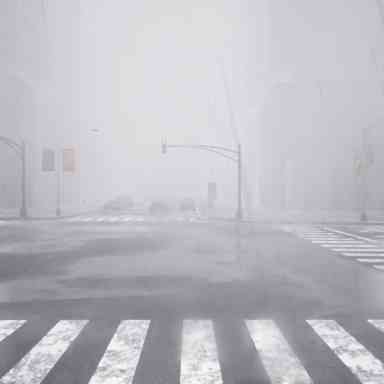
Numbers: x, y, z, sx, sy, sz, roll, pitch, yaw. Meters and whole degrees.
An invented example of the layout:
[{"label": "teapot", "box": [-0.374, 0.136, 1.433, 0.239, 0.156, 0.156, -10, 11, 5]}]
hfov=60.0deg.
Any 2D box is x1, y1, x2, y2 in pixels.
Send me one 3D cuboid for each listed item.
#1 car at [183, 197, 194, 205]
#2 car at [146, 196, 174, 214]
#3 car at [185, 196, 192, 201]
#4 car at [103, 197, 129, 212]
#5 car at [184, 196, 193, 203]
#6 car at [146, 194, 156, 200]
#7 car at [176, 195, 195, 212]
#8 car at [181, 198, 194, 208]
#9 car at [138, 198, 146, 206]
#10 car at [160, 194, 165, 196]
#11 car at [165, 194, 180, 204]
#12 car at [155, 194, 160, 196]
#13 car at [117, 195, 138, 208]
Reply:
[{"label": "car", "box": [-0.682, 1.603, 60.690, 1.887, 1.381, 4.507, 0, 0, 0]}, {"label": "car", "box": [-3.299, 1.506, 34.996, 1.837, 1.490, 4.892, -1, 0, 0]}, {"label": "car", "box": [-0.857, 1.695, 93.240, 1.887, 1.381, 4.507, 0, 0, 0]}, {"label": "car", "box": [-9.090, 1.574, 38.948, 1.947, 1.339, 4.313, 0, 0, 0]}, {"label": "car", "box": [-0.741, 1.612, 71.710, 1.752, 1.417, 4.829, 0, 0, 0]}, {"label": "car", "box": [-9.265, 1.668, 71.504, 1.802, 1.307, 4.206, 0, 0, 0]}, {"label": "car", "box": [-0.566, 1.448, 38.991, 1.967, 1.590, 4.097, 0, 0, 0]}, {"label": "car", "box": [-0.623, 1.614, 49.840, 1.802, 1.307, 4.206, 0, 0, 0]}, {"label": "car", "box": [-9.176, 1.570, 55.056, 1.752, 1.417, 4.829, 0, 0, 0]}, {"label": "car", "box": [-9.381, 1.695, 93.207, 1.887, 1.381, 4.507, 0, 0, 0]}, {"label": "car", "box": [-3.346, 1.623, 60.782, 1.994, 1.385, 4.181, 0, 0, 0]}, {"label": "car", "box": [-9.295, 1.417, 76.930, 2.192, 1.841, 5.009, 0, 0, 0]}, {"label": "car", "box": [-9.120, 1.335, 44.374, 2.192, 1.841, 5.009, 0, 0, 0]}]
